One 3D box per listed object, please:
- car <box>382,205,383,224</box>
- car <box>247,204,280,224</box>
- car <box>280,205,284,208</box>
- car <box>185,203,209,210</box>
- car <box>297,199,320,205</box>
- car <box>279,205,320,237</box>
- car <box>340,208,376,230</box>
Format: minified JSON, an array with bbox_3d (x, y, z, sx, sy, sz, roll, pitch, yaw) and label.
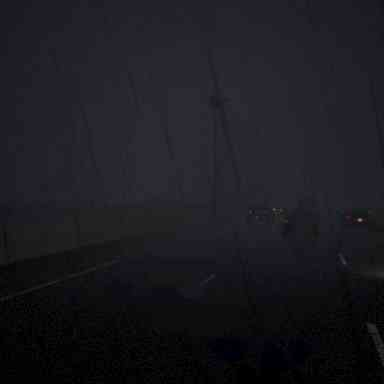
[{"bbox_3d":[16.088,1.590,25.324,2.150,2.045,5.566,0,-1,20],"label":"car"},{"bbox_3d":[5.836,1.790,27.884,2.128,1.511,4.902,0,-1,20],"label":"car"},{"bbox_3d":[10.267,2.133,39.792,1.895,1.301,4.718,0,-1,20],"label":"car"},{"bbox_3d":[0.777,2.053,44.682,2.033,1.411,5.357,0,-1,20],"label":"car"},{"bbox_3d":[12.859,1.735,36.714,2.150,2.045,5.566,0,-1,20],"label":"car"},{"bbox_3d":[6.395,1.708,19.358,1.812,1.442,4.674,0,-1,20],"label":"car"},{"bbox_3d":[11.794,1.864,23.826,1.994,1.385,4.181,0,-1,20],"label":"car"}]
